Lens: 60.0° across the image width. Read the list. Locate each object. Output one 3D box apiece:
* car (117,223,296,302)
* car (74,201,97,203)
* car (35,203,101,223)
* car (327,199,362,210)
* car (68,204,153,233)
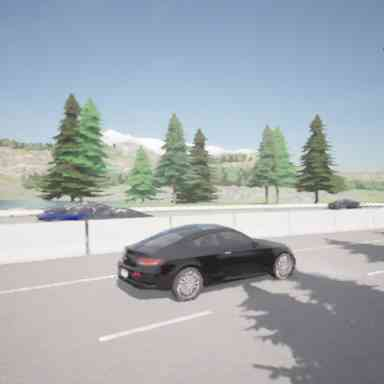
[{"bbox_3d":[0.515,1.509,8.167,4.674,1.442,1.812,0,0,-34],"label":"car"},{"bbox_3d":[-7.998,1.424,23.690,4.902,1.511,2.128,0,0,-32],"label":"car"},{"bbox_3d":[-6.912,1.543,20.278,4.718,1.301,1.895,0,0,-33],"label":"car"},{"bbox_3d":[18.899,1.519,41.240,4.181,1.385,1.994,0,0,-21],"label":"car"},{"bbox_3d":[-4.128,1.517,17.860,4.181,1.385,1.994,0,0,-32],"label":"car"}]
